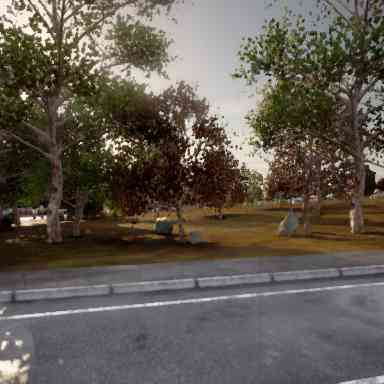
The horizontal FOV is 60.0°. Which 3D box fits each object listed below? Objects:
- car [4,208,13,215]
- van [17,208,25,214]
[{"bbox_3d":[-44.514,4.710,77.827,2.435,2.045,5.566,1,-3,0],"label":"car"},{"bbox_3d":[-44.489,4.989,83.278,1.878,1.987,4.442,1,-3,0],"label":"van"}]
